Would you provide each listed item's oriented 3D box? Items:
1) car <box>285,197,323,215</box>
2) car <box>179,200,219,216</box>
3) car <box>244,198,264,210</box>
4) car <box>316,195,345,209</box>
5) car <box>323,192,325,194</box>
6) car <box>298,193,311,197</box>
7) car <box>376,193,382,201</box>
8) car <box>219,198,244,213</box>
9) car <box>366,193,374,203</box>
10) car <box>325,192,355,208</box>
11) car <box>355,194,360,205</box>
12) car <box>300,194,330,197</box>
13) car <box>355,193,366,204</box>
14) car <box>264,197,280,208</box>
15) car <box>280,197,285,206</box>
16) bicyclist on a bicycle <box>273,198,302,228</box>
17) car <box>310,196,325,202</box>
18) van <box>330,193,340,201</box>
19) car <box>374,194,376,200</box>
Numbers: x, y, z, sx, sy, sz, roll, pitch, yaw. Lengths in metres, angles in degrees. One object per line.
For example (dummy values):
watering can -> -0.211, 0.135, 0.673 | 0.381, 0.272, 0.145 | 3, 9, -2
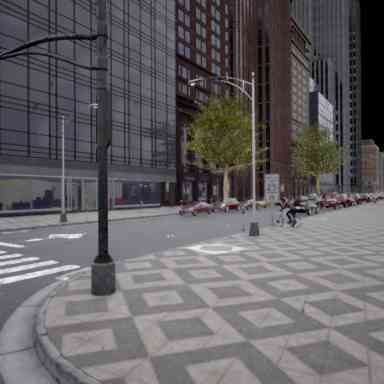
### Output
car -> 10.668, 1.425, 31.531 | 1.947, 1.339, 4.313 | 0, 0, 35
car -> 0.452, 1.525, 31.720 | 1.802, 1.307, 4.206 | 0, 0, 35
car -> 6.844, 1.495, 41.013 | 1.802, 1.307, 4.206 | 0, 0, 35
car -> 17.059, 1.378, 40.823 | 1.887, 1.381, 4.507 | 0, 0, 35
car -> 22.175, 1.053, 52.796 | 2.150, 2.045, 5.566 | -1, 0, 35
car -> 19.628, 1.416, 59.599 | 1.887, 1.381, 4.507 | 0, 0, 35
car -> 42.625, 1.360, 77.988 | 1.802, 1.307, 4.206 | -1, 0, 35
car -> 3.646, 1.367, 36.366 | 1.967, 1.590, 4.097 | 0, 0, 35
car -> 33.038, 1.101, 64.053 | 2.192, 1.841, 5.009 | 0, 0, 35
car -> 20.254, 1.137, 45.470 | 2.192, 1.841, 5.009 | 0, 0, 35
car -> 23.451, 1.379, 50.114 | 1.947, 1.339, 4.313 | 0, 0, 35
car -> 16.489, 1.340, 44.529 | 2.128, 1.511, 4.902 | -1, 0, 35
car -> 26.646, 1.119, 54.760 | 2.192, 1.841, 5.009 | 0, 0, 35
car -> 9.943, 1.427, 45.519 | 1.752, 1.417, 4.829 | 0, 0, 35
car -> 13.236, 1.456, 50.306 | 1.947, 1.339, 4.313 | 0, 0, 35
bicyclist on a bicycle -> 5.240, 1.177, 18.414 | 1.656, 1.620, 0.582 | -1, 0, 35
car -> 26.021, 1.419, 68.892 | 1.947, 1.339, 4.313 | 0, 0, 35
van -> 35.607, 1.187, 82.831 | 1.690, 1.788, 3.998 | -1, 0, 35
car -> 36.330, 1.304, 68.837 | 1.752, 1.417, 4.829 | -1, 0, 35
